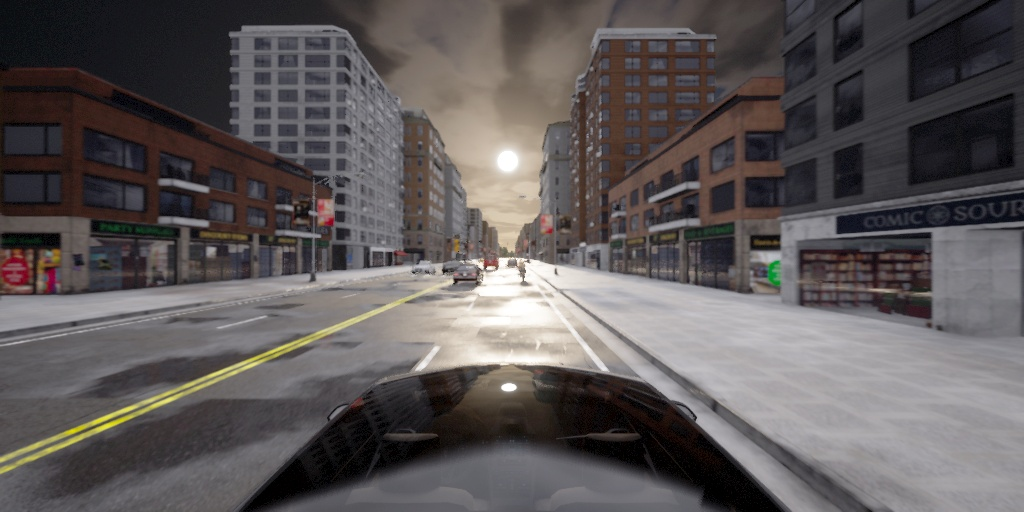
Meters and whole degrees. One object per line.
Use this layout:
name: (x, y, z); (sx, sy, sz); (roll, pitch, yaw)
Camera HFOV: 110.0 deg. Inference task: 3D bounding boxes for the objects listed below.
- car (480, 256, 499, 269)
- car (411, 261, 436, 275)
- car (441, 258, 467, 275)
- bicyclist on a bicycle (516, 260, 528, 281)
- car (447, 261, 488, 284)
car: (-3.152, 0.965, 54.820); (2.150, 2.045, 5.566); (0, 0, 0)
car: (-9.838, 1.271, 40.142); (1.812, 1.442, 4.674); (0, 0, 0)
car: (-6.588, 1.251, 40.015); (1.837, 1.490, 4.892); (0, 0, 0)
bicyclist on a bicycle: (0.893, 1.183, 28.435); (0.866, 1.612, 1.509); (0, 0, 0)
car: (-3.153, 1.294, 26.602); (2.033, 1.411, 5.357); (0, 0, 0)
